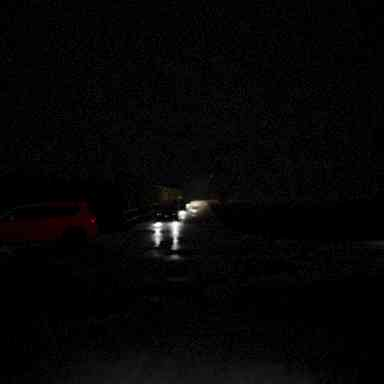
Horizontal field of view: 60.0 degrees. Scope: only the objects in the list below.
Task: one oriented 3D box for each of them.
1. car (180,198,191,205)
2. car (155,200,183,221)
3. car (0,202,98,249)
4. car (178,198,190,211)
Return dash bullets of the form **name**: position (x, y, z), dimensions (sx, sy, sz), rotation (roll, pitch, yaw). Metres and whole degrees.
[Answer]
- **car**: position (-1.336, 1.875, 68.574), dimensions (1.994, 1.385, 4.181), rotation (0, 0, 1)
- **car**: position (-2.110, 1.786, 29.941), dimensions (1.837, 1.490, 4.892), rotation (0, 0, 1)
- **car**: position (-7.018, 1.518, 14.632), dimensions (5.566, 2.045, 2.150), rotation (-2, -1, -32)
- **car**: position (-1.774, 1.805, 46.667), dimensions (2.128, 1.511, 4.902), rotation (0, 0, 1)
